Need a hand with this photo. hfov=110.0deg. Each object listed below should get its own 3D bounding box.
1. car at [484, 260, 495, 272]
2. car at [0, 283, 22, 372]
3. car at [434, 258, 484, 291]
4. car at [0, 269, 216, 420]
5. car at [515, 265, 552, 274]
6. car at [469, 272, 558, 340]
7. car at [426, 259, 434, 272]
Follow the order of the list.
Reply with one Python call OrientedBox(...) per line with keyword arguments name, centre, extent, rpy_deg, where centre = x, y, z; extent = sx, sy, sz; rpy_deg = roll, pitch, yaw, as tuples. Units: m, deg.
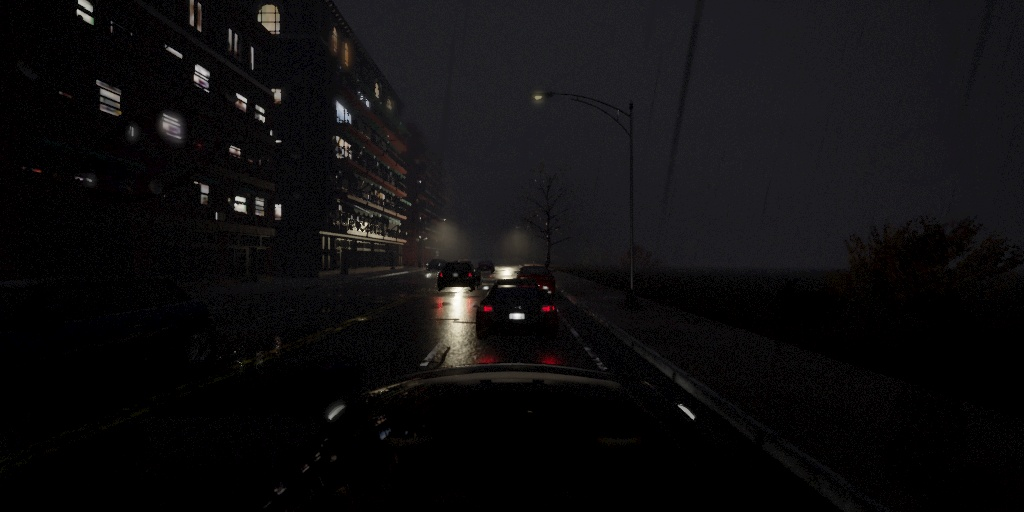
OrientedBox(name="car", centre=(-3.119, 1.230, 43.550), extent=(1.882, 1.535, 5.008), rpy_deg=(0, -1, 0))
OrientedBox(name="car", centre=(-9.849, 1.242, 3.971), extent=(2.128, 1.511, 4.902), rpy_deg=(0, 0, 0))
OrientedBox(name="car", centre=(-3.135, 1.104, 22.029), extent=(2.097, 1.767, 4.553), rpy_deg=(0, 0, 0))
OrientedBox(name="car", centre=(-6.600, 1.102, 4.772), extent=(2.097, 1.767, 4.553), rpy_deg=(0, 0, 0))
OrientedBox(name="car", centre=(1.149, 1.230, 18.938), extent=(1.882, 1.535, 5.008), rpy_deg=(0, 0, 0))
OrientedBox(name="car", centre=(0.107, 1.315, 10.018), extent=(1.994, 1.385, 4.181), rpy_deg=(0, 0, 0))
OrientedBox(name="car", centre=(-9.815, 1.104, 46.962), extent=(2.097, 1.767, 4.553), rpy_deg=(0, 0, 0))
